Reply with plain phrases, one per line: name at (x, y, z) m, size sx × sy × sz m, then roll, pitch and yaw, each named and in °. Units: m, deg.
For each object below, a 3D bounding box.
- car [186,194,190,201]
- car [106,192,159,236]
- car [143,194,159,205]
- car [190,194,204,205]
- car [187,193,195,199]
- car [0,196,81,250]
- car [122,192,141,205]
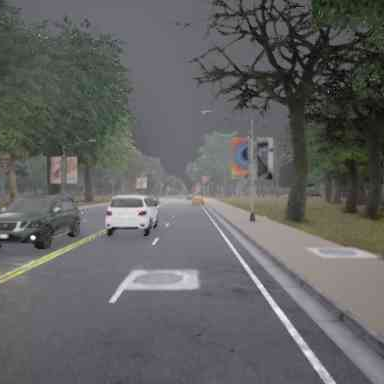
car at (-0.221, 1.207, 70.918) m, size 2.033 × 1.411 × 5.357 m, roll 0°, pitch 0°, yaw 0°
car at (-3.171, 1.183, 18.412) m, size 2.150 × 2.045 × 5.566 m, roll 0°, pitch 0°, yaw 0°
car at (-6.717, 1.201, 55.178) m, size 2.097 × 1.767 × 4.553 m, roll 0°, pitch 0°, yaw 0°
car at (0.989, 1.333, 53.531) m, size 1.882 × 1.535 × 5.008 m, roll 0°, pitch 0°, yaw 0°
car at (-0.309, 1.119, 90.497) m, size 2.033 × 1.411 × 5.357 m, roll 0°, pitch 0°, yaw 0°
car at (-6.614, 1.193, 14.464) m, size 2.150 × 2.045 × 5.566 m, roll 0°, pitch 0°, yaw 0°
car at (-9.960, 1.071, 54.971) m, size 2.150 × 2.045 × 5.566 m, roll 0°, pitch 0°, yaw 0°
